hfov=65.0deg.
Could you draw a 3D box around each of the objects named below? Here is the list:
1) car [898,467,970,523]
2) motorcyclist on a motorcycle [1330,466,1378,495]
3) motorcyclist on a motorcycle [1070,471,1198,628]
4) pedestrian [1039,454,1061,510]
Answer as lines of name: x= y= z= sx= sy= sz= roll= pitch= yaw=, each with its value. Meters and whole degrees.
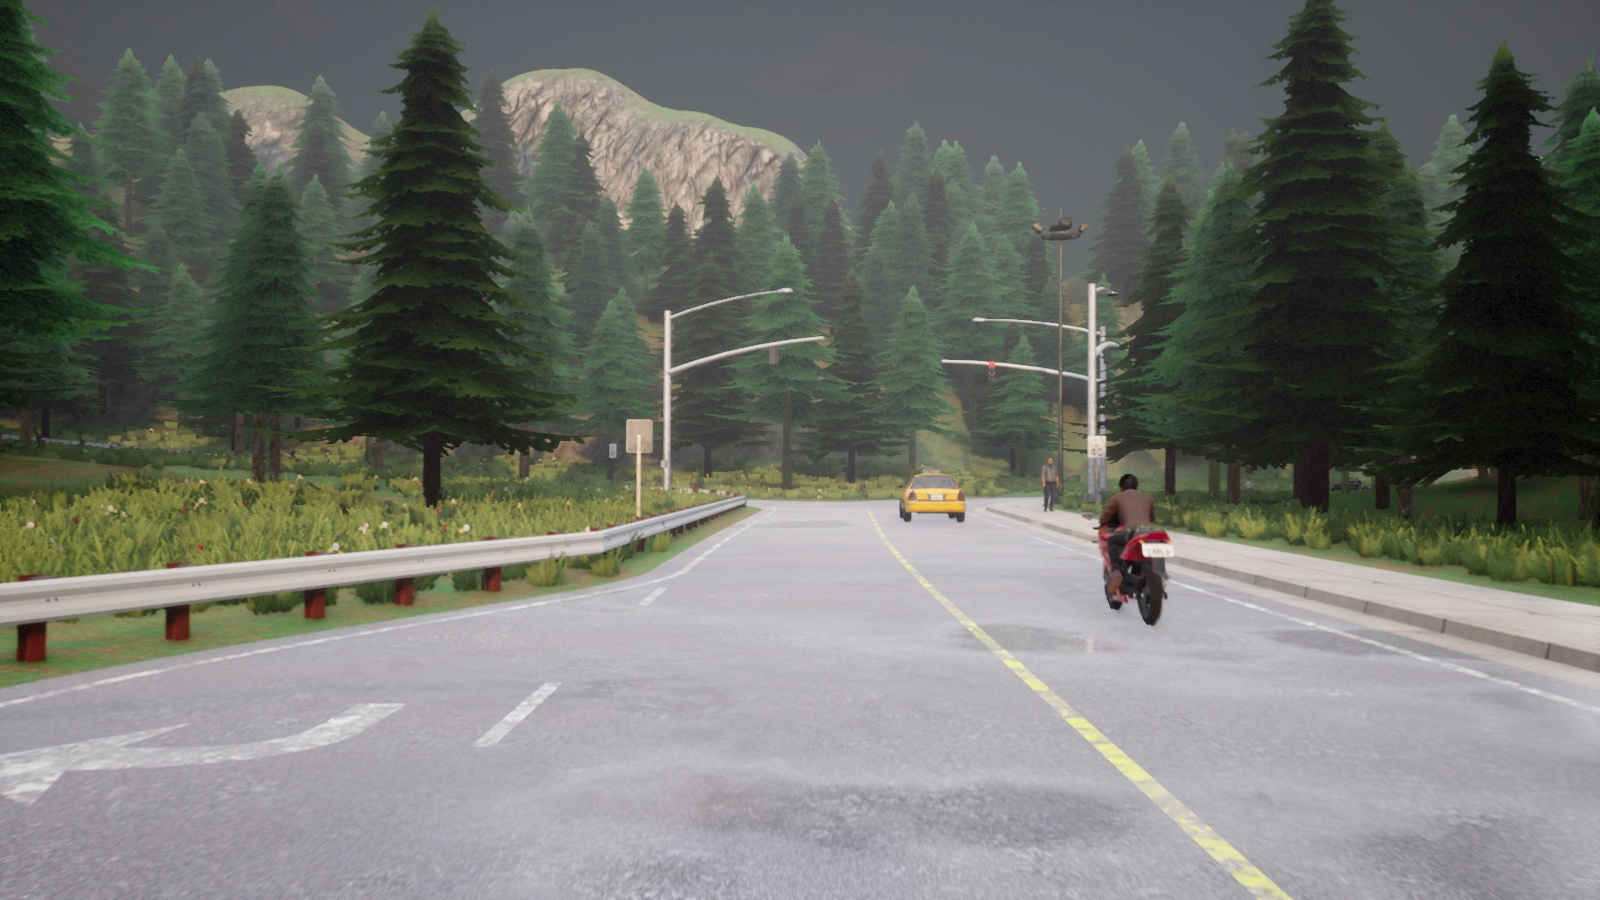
car: x=4.019 y=1.319 z=38.427 sx=1.801 sy=1.575 sz=5.366 roll=0 pitch=-1 yaw=2
motorcyclist on a motorcycle: x=30.911 y=1.704 z=70.135 sx=2.350 sy=1.649 sz=0.766 roll=0 pitch=-1 yaw=-2
motorcyclist on a motorcycle: x=3.471 y=0.982 z=13.250 sx=0.797 sy=1.523 sz=2.044 roll=0 pitch=-1 yaw=0
pedestrian: x=8.340 y=1.078 z=41.954 sx=0.540 sy=1.848 sz=0.694 roll=0 pitch=-1 yaw=-4
